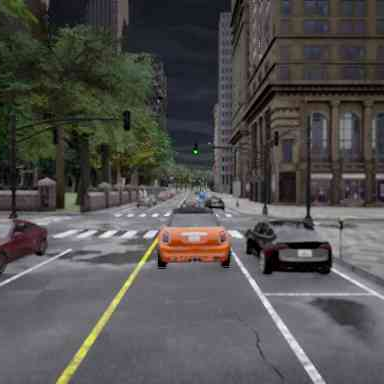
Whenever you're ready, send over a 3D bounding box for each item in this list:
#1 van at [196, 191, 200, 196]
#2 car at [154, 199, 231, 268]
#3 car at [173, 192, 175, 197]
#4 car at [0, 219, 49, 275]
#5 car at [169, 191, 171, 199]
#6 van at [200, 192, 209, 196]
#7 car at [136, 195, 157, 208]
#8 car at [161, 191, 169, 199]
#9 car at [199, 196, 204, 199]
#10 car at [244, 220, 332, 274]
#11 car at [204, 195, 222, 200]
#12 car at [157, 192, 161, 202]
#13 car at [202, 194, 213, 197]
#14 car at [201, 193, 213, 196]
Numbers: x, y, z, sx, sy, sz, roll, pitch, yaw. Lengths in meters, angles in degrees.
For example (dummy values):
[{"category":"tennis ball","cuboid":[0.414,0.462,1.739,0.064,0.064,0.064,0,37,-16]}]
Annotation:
[{"category":"van","cuboid":[2.439,0.811,74.478,1.690,1.788,3.998,0,0,0]},{"category":"car","cuboid":[-0.044,1.277,11.192,2.097,1.767,4.553,0,0,-3]},{"category":"car","cuboid":[-6.133,0.699,85.301,2.192,1.841,5.009,0,0,0]},{"category":"car","cuboid":[-5.807,1.514,10.084,1.802,1.307,4.206,0,0,0]},{"category":"car","cuboid":[-6.063,0.826,69.041,2.192,1.841,5.009,0,0,0]},{"category":"van","cuboid":[2.533,0.975,52.798,1.690,1.788,3.998,0,0,0]},{"category":"car","cuboid":[-5.945,1.263,41.942,2.008,1.369,4.403,0,0,0]},{"category":"car","cuboid":[-6.039,0.993,63.621,1.967,1.590,4.097,0,0,0]},{"category":"car","cuboid":[-0.045,1.364,34.585,1.895,1.301,4.718,0,0,0]},{"category":"car","cuboid":[2.718,1.498,10.103,1.947,1.339,4.313,0,0,0]},{"category":"car","cuboid":[2.604,1.316,36.539,1.947,1.339,4.313,0,0,0]},{"category":"car","cuboid":[-5.969,1.113,47.361,1.967,1.590,4.097,0,0,0]},{"category":"car","cuboid":[2.581,1.278,41.959,1.947,1.339,4.313,0,0,0]},{"category":"car","cuboid":[2.556,1.198,47.549,1.752,1.417,4.829,0,0,0]}]
